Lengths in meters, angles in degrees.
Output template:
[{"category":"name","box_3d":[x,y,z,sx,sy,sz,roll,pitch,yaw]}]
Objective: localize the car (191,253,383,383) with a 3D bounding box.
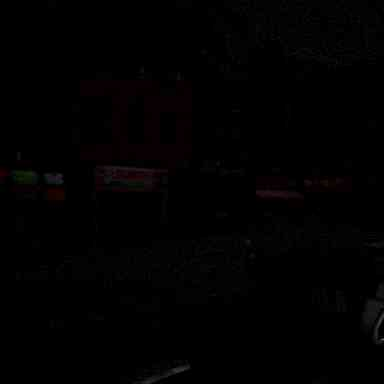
[{"category":"car","box_3d":[2.019,1.566,4.211,4.313,1.339,1.947,0,1,-35]}]

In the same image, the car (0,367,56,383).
[{"category":"car","box_3d":[-2.504,1.582,1.026,4.206,1.307,1.802,0,1,-35]}]
